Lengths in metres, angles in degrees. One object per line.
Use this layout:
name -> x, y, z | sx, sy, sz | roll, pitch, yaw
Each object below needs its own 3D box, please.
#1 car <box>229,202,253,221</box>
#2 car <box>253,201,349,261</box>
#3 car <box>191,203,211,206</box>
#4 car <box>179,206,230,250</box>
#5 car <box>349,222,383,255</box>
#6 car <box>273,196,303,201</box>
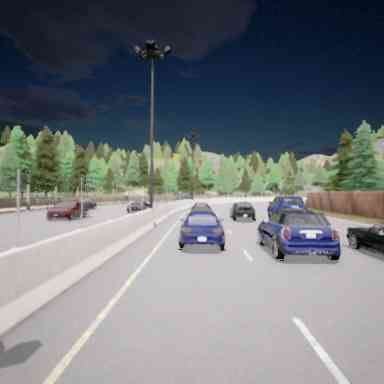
car -> 4.308, 1.623, 28.828 | 1.837, 1.490, 4.892 | 1, 0, 2
car -> 3.892, 1.425, 12.837 | 2.097, 1.767, 4.553 | 1, 0, 2
car -> 0.823, 1.649, 29.487 | 1.994, 1.385, 4.181 | 1, 0, 2
car -> 0.426, 1.568, 14.508 | 1.812, 1.442, 4.674 | 1, 0, 1
car -> 7.369, 1.704, 11.913 | 1.895, 1.301, 4.718 | 1, 0, 2
car -> 7.784, 1.370, 27.764 | 2.150, 2.045, 5.566 | 1, 0, 2
